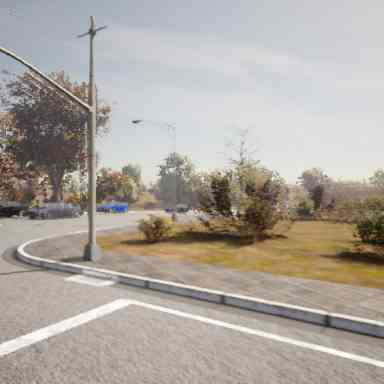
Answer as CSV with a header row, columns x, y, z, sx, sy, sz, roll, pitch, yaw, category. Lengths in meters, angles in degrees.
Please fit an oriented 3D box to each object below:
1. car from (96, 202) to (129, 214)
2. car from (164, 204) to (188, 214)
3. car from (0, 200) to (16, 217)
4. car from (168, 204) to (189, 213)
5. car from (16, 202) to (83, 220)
x,y,z,sx,sy,sz,roll,pitch,yaw,category
-9.845,1.949,41.518,1.882,1.535,5.008,0,-2,23,car
-2.399,2.592,50.136,1.895,1.301,4.718,0,-3,23,car
-15.781,1.419,27.407,1.882,1.535,5.008,0,-1,23,car
-2.342,2.905,59.126,1.812,1.442,4.674,0,-3,23,car
-11.631,1.562,28.247,2.033,1.411,5.357,0,-1,23,car
